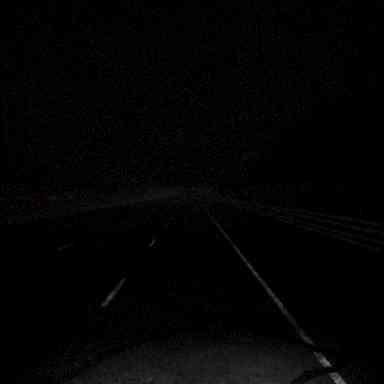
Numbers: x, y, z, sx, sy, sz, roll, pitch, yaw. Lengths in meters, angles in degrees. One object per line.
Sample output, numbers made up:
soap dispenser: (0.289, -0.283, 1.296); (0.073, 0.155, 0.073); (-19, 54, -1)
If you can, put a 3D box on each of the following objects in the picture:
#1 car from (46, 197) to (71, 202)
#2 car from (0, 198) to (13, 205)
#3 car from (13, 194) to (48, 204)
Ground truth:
car: (-17.569, 1.552, 45.049); (1.812, 1.442, 4.674); (0, 0, 0)
car: (-24.567, 1.516, 44.744); (2.128, 1.511, 4.902); (0, 0, 0)
car: (-21.070, 1.247, 44.546); (2.150, 2.045, 5.566); (0, 0, 0)
